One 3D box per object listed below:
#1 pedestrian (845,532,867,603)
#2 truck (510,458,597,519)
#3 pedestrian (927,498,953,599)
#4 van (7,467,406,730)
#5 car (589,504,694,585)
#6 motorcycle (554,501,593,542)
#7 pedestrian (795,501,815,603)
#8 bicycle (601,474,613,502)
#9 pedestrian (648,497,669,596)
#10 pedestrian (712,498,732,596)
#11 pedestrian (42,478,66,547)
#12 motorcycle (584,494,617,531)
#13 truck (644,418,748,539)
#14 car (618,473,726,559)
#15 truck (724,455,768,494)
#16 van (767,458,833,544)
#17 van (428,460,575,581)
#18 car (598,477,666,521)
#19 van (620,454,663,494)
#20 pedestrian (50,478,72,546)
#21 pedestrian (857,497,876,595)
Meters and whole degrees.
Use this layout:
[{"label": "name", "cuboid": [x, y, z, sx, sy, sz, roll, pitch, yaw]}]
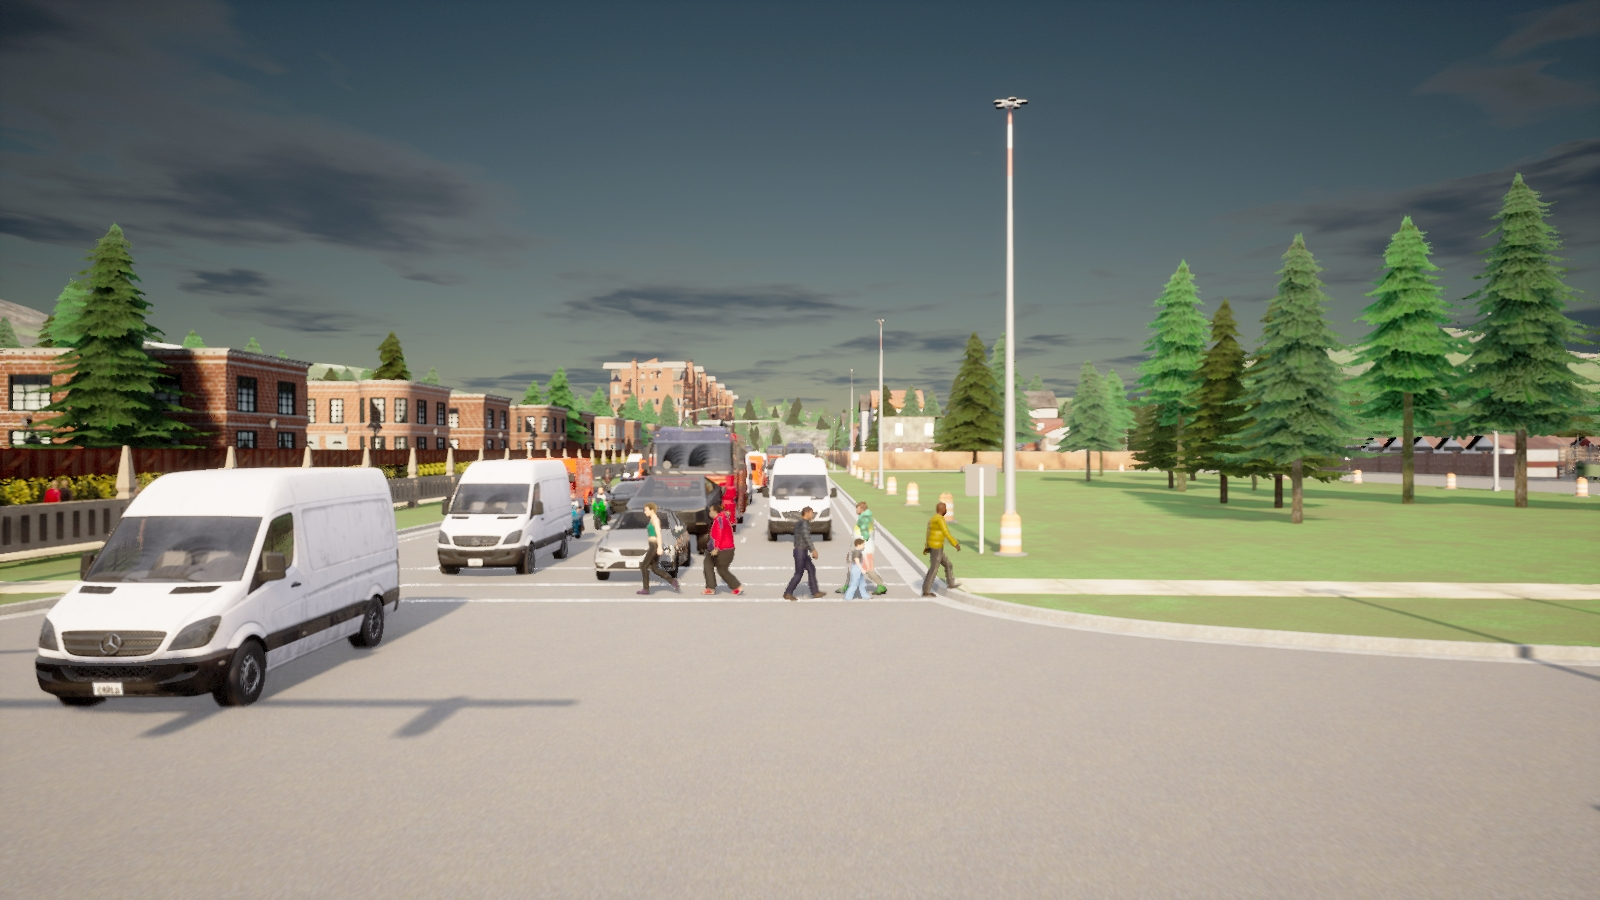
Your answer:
[{"label": "pedestrian", "cuboid": [1.043, 2.188, 21.317, 0.375, 1.300, 0.375, 0, 0, 0]}, {"label": "truck", "cuboid": [-10.499, 1.578, 49.131, 2.627, 2.467, 5.204, 0, 0, 0]}, {"label": "pedestrian", "cuboid": [2.639, 1.853, 21.585, 0.375, 1.860, 0.375, 0, 0, -16]}, {"label": "van", "cuboid": [-6.997, 1.538, 14.464, 1.988, 2.561, 5.915, 0, 0, 0]}, {"label": "car", "cuboid": [-3.502, 2.071, 25.946, 1.816, 1.474, 4.193, 0, 0, 0]}, {"label": "motorcycle", "cuboid": [-7.000, 2.196, 35.362, 0.803, 1.199, 2.033, 0, -1, 0]}, {"label": "pedestrian", "cuboid": [0.093, 1.898, 21.301, 0.375, 1.860, 0.375, 0, 0, -1]}, {"label": "bicycle", "cuboid": [-10.494, 2.073, 62.078, 0.329, 1.471, 1.835, 0, 0, 0]}, {"label": "pedestrian", "cuboid": [-2.731, 1.853, 22.008, 0.375, 1.860, 0.375, 0, 0, -11]}, {"label": "pedestrian", "cuboid": [-1.502, 1.853, 21.914, 0.375, 1.860, 0.375, 0, 0, -6]}, {"label": "pedestrian", "cuboid": [-20.293, 1.703, 31.079, 0.375, 1.860, 0.375, 0, 0, 10]}, {"label": "motorcycle", "cuboid": [-7.000, 2.195, 40.247, 0.803, 1.199, 2.033, 0, 0, 0]}, {"label": "truck", "cuboid": [-3.496, 0.899, 40.497, 2.891, 3.827, 8.468, 0, 0, 0]}, {"label": "car", "cuboid": [-3.500, 1.760, 32.650, 2.390, 2.098, 6.274, 0, 0, 0]}, {"label": "truck", "cuboid": [-3.496, 1.581, 75.121, 2.627, 2.467, 5.204, 0, 0, 0]}, {"label": "van", "cuboid": [0.004, 1.543, 37.110, 1.988, 2.561, 5.915, 0, 0, 0]}, {"label": "van", "cuboid": [-6.996, 1.540, 27.530, 1.988, 2.561, 5.915, 0, 0, 0]}, {"label": "car", "cuboid": [-6.999, 1.993, 48.088, 2.097, 1.638, 5.238, 0, 0, 0]}, {"label": "van", "cuboid": [-10.496, 1.550, 76.044, 1.988, 2.561, 5.915, 0, 0, 0]}, {"label": "pedestrian", "cuboid": [-20.489, 1.703, 31.687, 0.375, 1.860, 0.375, 0, 0, -1]}, {"label": "pedestrian", "cuboid": [1.282, 1.853, 22.064, 0.375, 1.860, 0.375, 0, 0, 3]}]
